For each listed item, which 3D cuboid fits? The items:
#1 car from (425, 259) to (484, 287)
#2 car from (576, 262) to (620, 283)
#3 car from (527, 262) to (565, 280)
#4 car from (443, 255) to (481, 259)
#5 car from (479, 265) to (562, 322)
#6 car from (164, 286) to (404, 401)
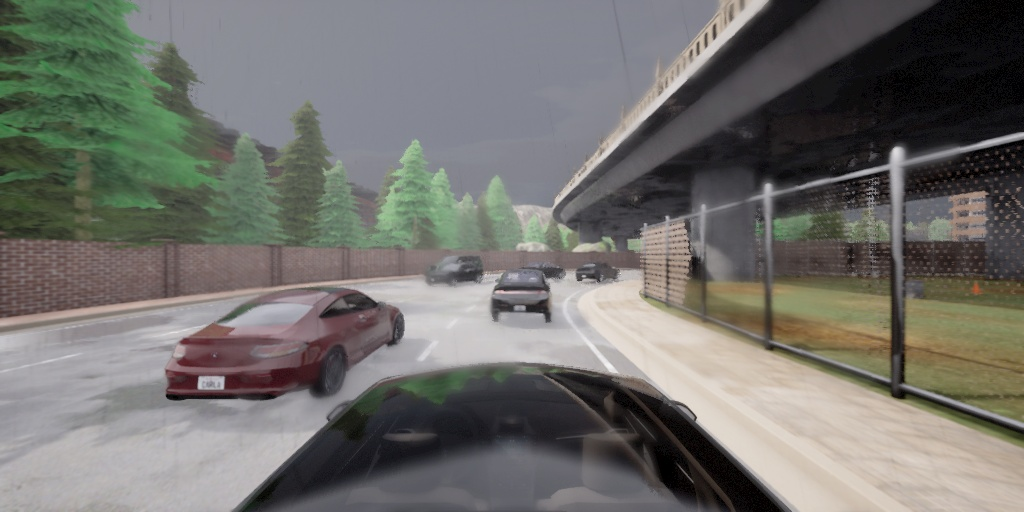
[{"bbox_3d":[-3.767,1.175,24.100,1.882,1.535,5.008,0,0,26],"label":"car"},{"bbox_3d":[6.638,1.193,27.520,1.837,1.490,4.892,-1,-1,38],"label":"car"},{"bbox_3d":[2.413,1.180,27.647,2.128,1.511,4.902,0,0,33],"label":"car"},{"bbox_3d":[-4.635,0.904,30.008,2.150,2.045,5.566,0,0,33],"label":"car"},{"bbox_3d":[0.425,1.216,12.247,2.128,1.511,4.902,0,0,5],"label":"car"},{"bbox_3d":[-3.393,1.265,6.360,1.812,1.442,4.674,0,0,0],"label":"car"}]
